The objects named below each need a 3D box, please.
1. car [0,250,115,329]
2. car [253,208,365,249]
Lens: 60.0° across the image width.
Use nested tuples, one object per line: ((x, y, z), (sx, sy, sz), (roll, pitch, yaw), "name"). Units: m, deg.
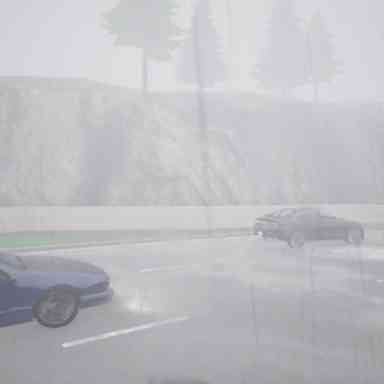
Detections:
((-4.005, 1.482, 5.104), (5.357, 1.411, 2.033), (0, 0, -35), "car")
((4.914, 1.409, 13.839), (4.902, 1.511, 2.128), (0, 0, -22), "car")
